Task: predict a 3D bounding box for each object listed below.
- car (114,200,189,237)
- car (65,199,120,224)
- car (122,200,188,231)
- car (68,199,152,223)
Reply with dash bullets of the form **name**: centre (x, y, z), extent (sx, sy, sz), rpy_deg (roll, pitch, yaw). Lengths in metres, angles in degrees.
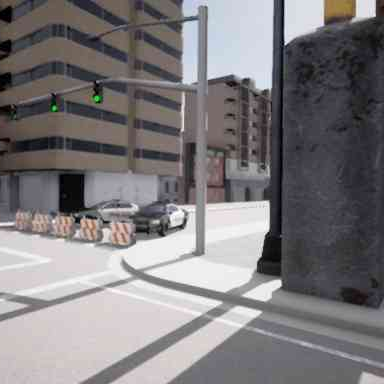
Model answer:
- **car**: centre (-1.732, 1.267, 17.139), extent (2.038, 1.542, 4.974), rpy_deg (1, 1, 16)
- **car**: centre (-4.919, 1.198, 19.830), extent (4.974, 1.542, 2.038), rpy_deg (0, 1, -29)
- **car**: centre (-1.716, 1.109, 17.187), extent (1.853, 1.218, 4.536), rpy_deg (1, 1, 16)
- **car**: centre (-4.871, 1.041, 19.854), extent (4.536, 1.218, 1.853), rpy_deg (0, 1, -29)
